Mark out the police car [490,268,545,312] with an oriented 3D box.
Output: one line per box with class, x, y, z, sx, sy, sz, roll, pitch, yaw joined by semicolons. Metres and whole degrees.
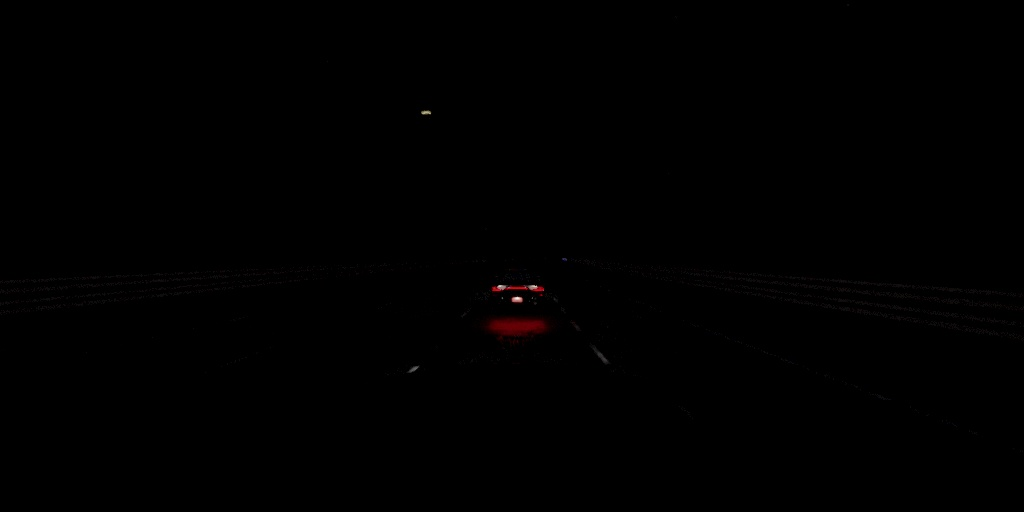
police car;0.214;1.280;14.301;2.038;1.542;4.974;0;0;1
